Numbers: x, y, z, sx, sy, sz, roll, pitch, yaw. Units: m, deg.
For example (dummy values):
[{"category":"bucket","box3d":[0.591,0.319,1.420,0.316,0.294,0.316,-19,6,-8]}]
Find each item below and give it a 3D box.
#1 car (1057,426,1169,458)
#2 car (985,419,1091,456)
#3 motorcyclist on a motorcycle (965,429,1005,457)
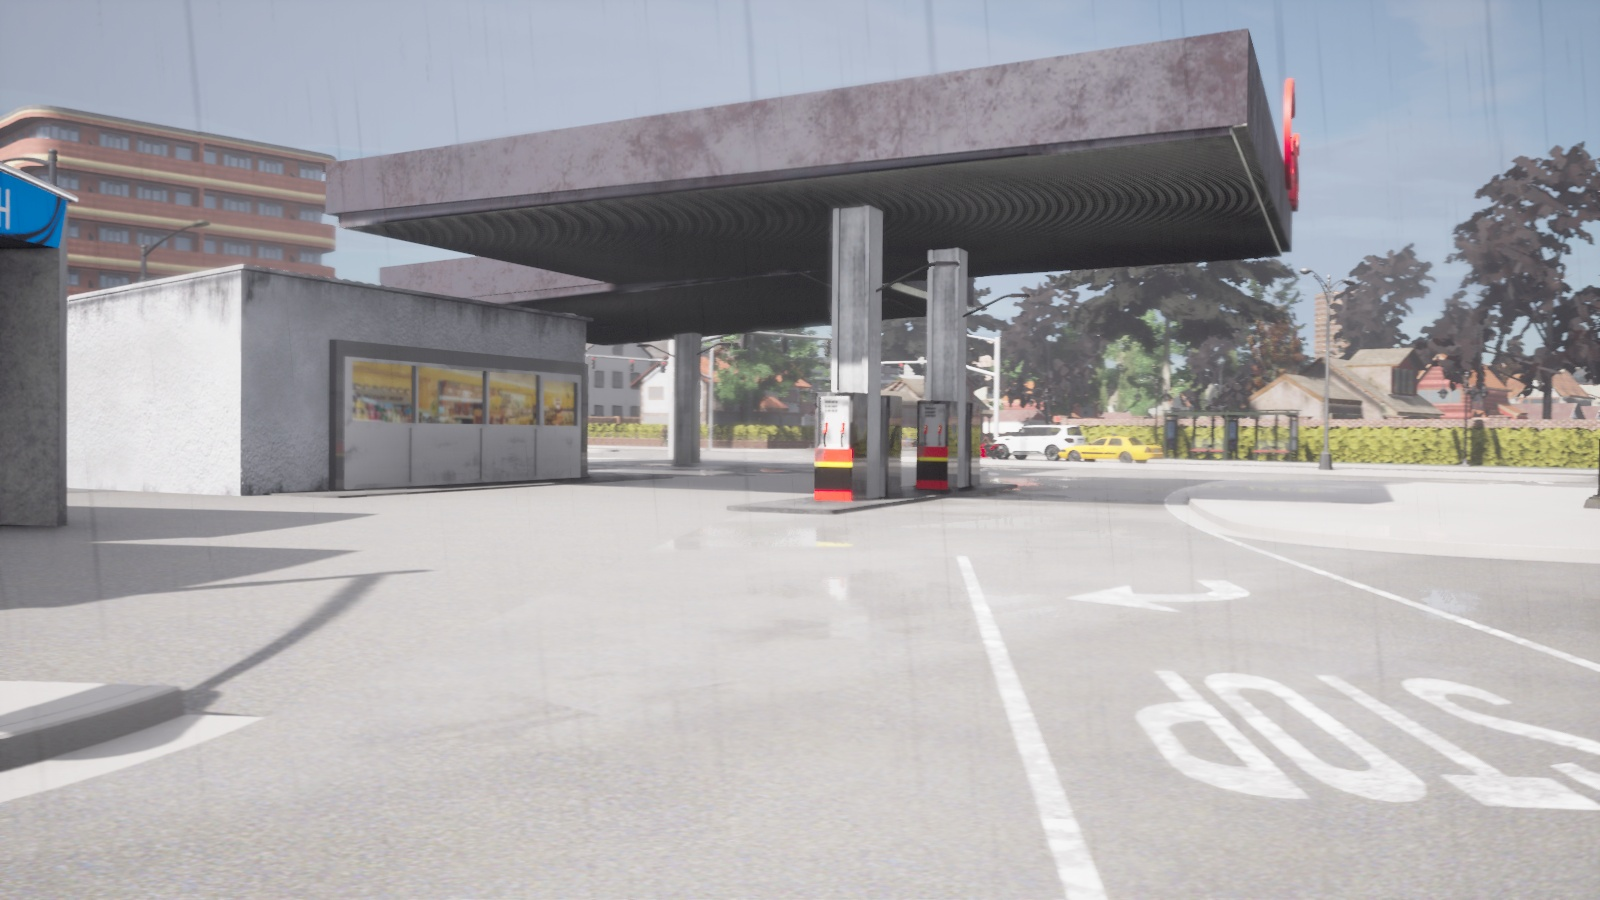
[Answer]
[{"category":"car","box3d":[15.966,-0.404,64.274,5.366,1.575,1.801,0,1,42]},{"category":"car","box3d":[13.469,-0.700,71.262,5.566,2.045,2.150,0,1,42]},{"category":"motorcyclist on a motorcycle","box3d":[10.237,-0.374,69.476,2.044,1.523,0.797,0,1,42]}]
